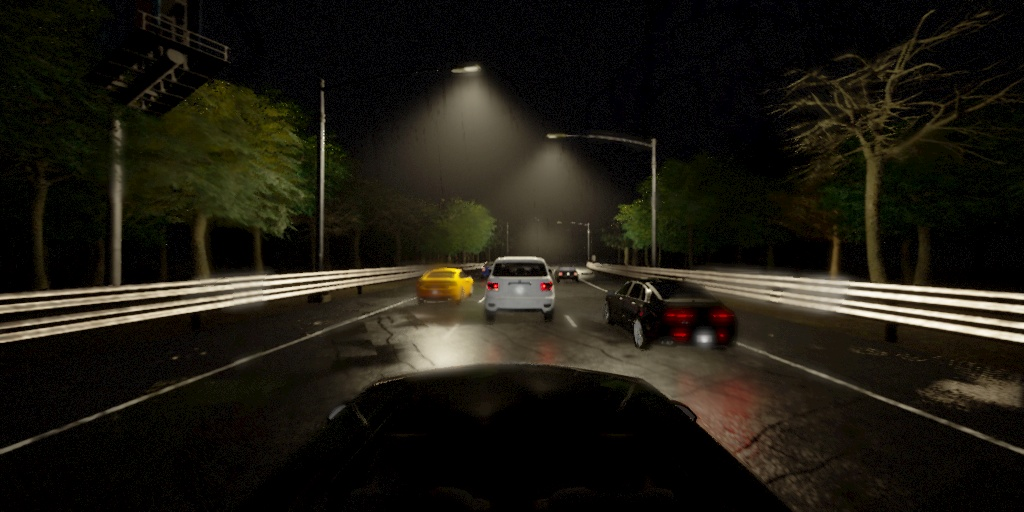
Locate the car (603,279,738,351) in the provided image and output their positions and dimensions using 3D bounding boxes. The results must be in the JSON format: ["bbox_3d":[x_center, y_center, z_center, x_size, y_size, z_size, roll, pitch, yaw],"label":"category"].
[{"bbox_3d":[3.702,1.320,9.219,1.837,1.490,4.892,0,0,1],"label":"car"}]

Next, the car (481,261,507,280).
[{"bbox_3d":[-1.788,1.398,36.793,2.097,1.767,4.553,0,0,5],"label":"car"}]

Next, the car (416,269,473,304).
[{"bbox_3d":[-3.049,1.356,17.157,1.882,1.535,5.008,0,0,2],"label":"car"}]

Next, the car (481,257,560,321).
[{"bbox_3d":[0.303,1.066,13.005,2.150,2.045,5.566,0,0,2],"label":"car"}]

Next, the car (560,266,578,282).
[{"bbox_3d":[4.808,1.553,31.895,2.033,1.411,5.357,0,0,5],"label":"car"}]
